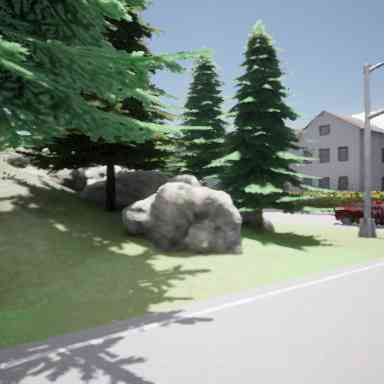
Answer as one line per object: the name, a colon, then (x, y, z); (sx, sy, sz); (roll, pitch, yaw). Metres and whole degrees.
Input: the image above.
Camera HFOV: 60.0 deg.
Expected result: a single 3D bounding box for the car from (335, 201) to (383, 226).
car: (11.299, 1.345, 20.222); (1.882, 1.535, 5.008); (-1, 0, -37)
